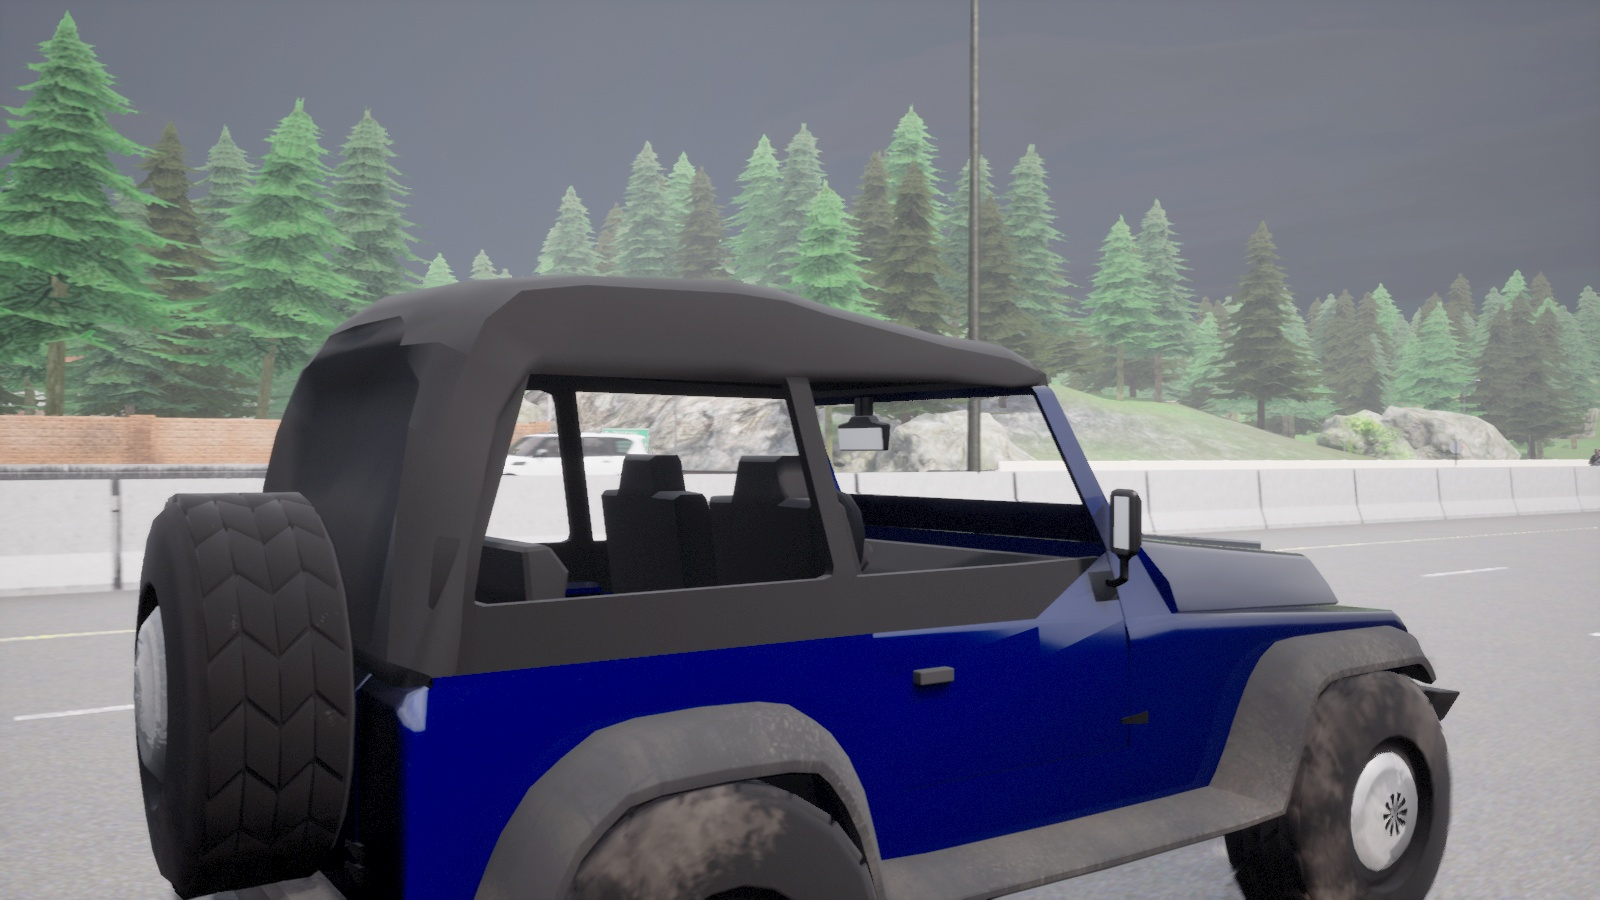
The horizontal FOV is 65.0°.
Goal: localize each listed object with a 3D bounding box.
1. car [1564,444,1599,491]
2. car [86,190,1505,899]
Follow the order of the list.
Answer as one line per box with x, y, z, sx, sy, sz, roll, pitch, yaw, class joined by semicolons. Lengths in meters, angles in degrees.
30.356;0.639;46.110;4.611;1.667;2.242;0;0;-35;car
0.167;0.550;3.776;3.866;1.878;1.905;0;0;-35;car
